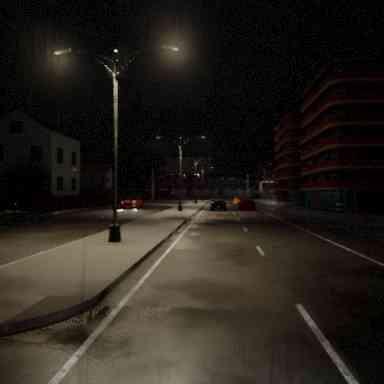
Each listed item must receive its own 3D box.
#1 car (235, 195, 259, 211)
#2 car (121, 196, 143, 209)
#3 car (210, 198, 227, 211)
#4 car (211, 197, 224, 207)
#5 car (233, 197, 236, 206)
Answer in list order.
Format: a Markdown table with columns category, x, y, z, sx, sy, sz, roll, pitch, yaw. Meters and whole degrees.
| category | x | y | z | sx | sy | sz | roll | pitch | yaw |
| --- | --- | --- | --- | --- | --- | --- | --- | --- | --- |
| car | 6.836 | 1.497 | 41.899 | 1.882 | 1.535 | 5.008 | 0 | -1 | 5 |
| car | -8.090 | 1.309 | 44.937 | 2.097 | 1.767 | 4.553 | 0 | 0 | 5 |
| car | 3.269 | 1.497 | 41.201 | 2.128 | 1.511 | 4.902 | 0 | 0 | 5 |
| car | 4.097 | 1.569 | 52.651 | 1.994 | 1.385 | 4.181 | 0 | 0 | 5 |
| car | 7.962 | 1.498 | 55.887 | 1.882 | 1.535 | 5.008 | 0 | 0 | 5 |
